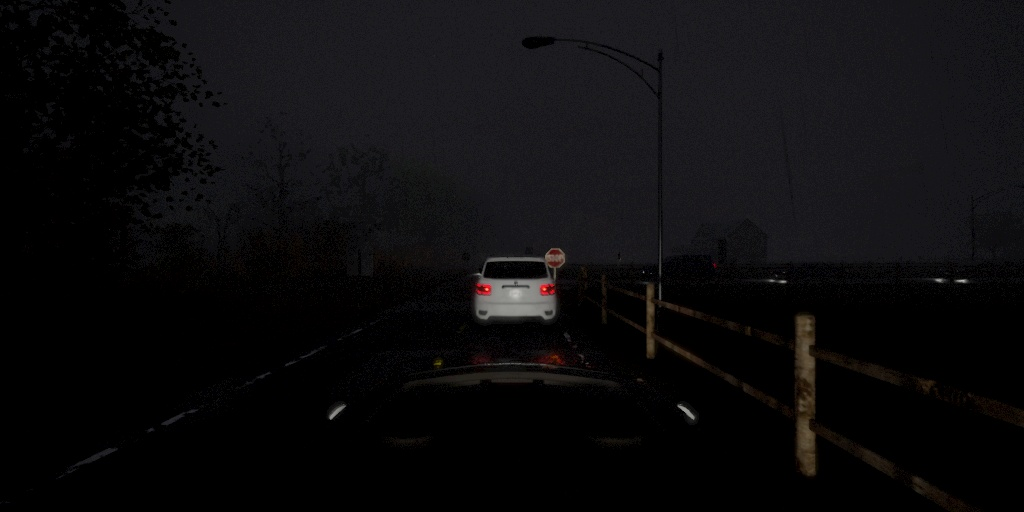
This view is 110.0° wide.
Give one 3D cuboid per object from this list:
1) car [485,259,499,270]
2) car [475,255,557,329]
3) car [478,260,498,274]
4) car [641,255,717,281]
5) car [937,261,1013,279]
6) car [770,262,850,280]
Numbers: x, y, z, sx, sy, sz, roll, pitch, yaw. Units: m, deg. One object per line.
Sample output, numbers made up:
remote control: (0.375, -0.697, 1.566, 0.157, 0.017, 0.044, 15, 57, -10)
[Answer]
car: (-2.827, 1.244, 52.804, 1.812, 1.442, 4.674, 0, 0, 0)
car: (0.099, 0.974, 11.346, 2.150, 2.045, 5.566, 0, 0, 0)
car: (-2.836, 1.280, 43.113, 2.033, 1.411, 5.357, 0, 0, 0)
car: (13.253, 0.918, 28.606, 5.566, 2.045, 2.150, 0, 0, 0)
car: (37.386, 1.117, 28.970, 4.674, 1.442, 1.812, 0, 0, -1)
car: (23.845, 1.198, 28.768, 5.357, 1.411, 2.033, 0, 0, -1)
